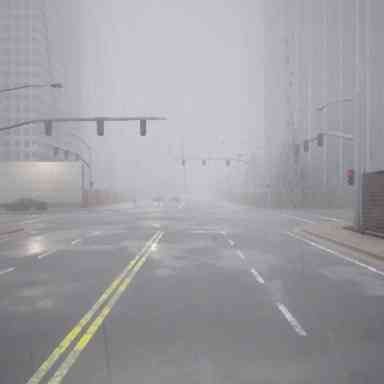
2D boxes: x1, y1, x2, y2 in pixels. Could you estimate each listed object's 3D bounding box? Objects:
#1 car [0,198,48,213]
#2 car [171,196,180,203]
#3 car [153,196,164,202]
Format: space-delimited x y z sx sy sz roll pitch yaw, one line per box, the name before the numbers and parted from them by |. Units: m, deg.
car | -18.333 1.426 36.045 5.008 1.535 1.882 0 0 0
car | -3.500 1.477 70.229 2.033 1.411 5.357 0 0 0
car | -7.000 1.490 70.228 1.994 1.385 4.181 0 0 0
